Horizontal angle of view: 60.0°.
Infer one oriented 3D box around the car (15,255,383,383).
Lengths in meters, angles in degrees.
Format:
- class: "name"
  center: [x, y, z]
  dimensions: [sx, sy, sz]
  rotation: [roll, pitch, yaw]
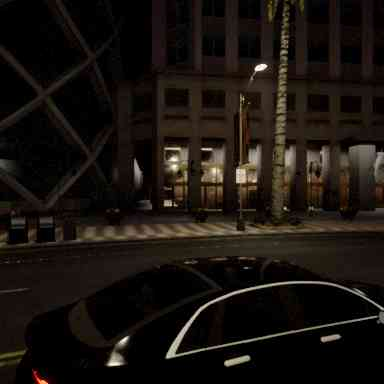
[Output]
- class: "car"
  center: [0.802, 1.505, 3.700]
  dimensions: [4.892, 1.490, 1.837]
  rotation: [0, 0, -26]
